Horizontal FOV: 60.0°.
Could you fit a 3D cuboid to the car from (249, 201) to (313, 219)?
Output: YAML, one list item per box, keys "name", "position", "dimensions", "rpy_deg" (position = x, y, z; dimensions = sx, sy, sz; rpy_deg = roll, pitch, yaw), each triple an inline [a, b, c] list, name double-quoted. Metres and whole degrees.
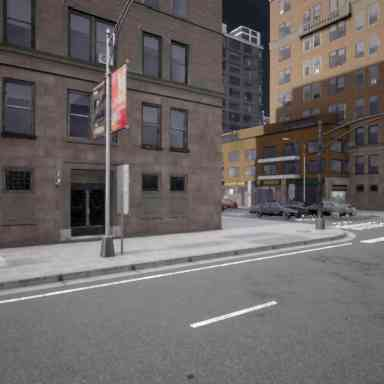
- name: "car"
  position: [7.428, 1.541, 29.170]
  dimensions: [2.033, 1.411, 5.357]
  rpy_deg: [0, 0, -37]

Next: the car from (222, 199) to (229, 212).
- name: "car"
  position: [1.645, 1.592, 37.379]
  dimensions: [1.895, 1.301, 4.718]
  rpy_deg: [0, 0, -35]

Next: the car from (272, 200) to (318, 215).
- name: "car"
  position: [10.545, 1.580, 34.298]
  dimensions: [1.947, 1.339, 4.313]
  rpy_deg: [0, 0, -35]

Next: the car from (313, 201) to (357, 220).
- name: "car"
  position: [11.459, 1.497, 28.391]
  dimensions: [2.128, 1.511, 4.902]
  rpy_deg: [0, 0, -36]

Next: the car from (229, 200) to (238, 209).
- name: "car"
  position: [4.182, 1.594, 43.298]
  dimensions: [1.802, 1.307, 4.206]
  rpy_deg: [0, 0, -35]
